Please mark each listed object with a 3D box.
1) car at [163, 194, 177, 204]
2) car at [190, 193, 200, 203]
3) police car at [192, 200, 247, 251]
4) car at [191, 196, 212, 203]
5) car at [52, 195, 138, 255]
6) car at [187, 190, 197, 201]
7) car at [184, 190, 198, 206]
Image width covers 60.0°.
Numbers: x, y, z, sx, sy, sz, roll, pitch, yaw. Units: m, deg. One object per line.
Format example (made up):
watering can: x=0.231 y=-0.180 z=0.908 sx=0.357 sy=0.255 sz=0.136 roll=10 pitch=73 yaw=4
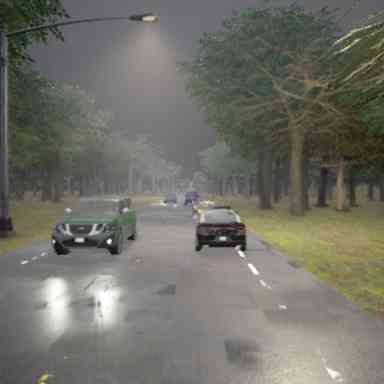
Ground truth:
car: x=-3.551 y=1.039 z=54.342 sx=2.097 sy=1.767 sz=4.553 roll=0 pitch=0 yaw=0
car: x=1.058 y=1.213 z=29.813 sx=2.097 sy=1.767 sz=4.553 roll=0 pitch=0 yaw=0
police car: x=1.054 y=1.370 z=13.950 sx=1.930 sy=1.638 sz=5.238 roll=0 pitch=0 yaw=0
car: x=1.057 y=1.350 z=24.031 sx=1.801 sy=1.575 sz=5.366 roll=0 pitch=0 yaw=0
car: x=-3.595 y=1.168 z=13.401 sx=2.150 sy=2.045 sz=5.566 roll=0 pitch=0 yaw=0
car: x=0.018 y=0.682 z=68.842 sx=2.150 sy=2.045 sz=5.566 roll=0 pitch=0 yaw=0
car: x=0.015 y=0.947 z=49.625 sx=2.150 sy=2.045 sz=5.566 roll=0 pitch=1 yaw=0
